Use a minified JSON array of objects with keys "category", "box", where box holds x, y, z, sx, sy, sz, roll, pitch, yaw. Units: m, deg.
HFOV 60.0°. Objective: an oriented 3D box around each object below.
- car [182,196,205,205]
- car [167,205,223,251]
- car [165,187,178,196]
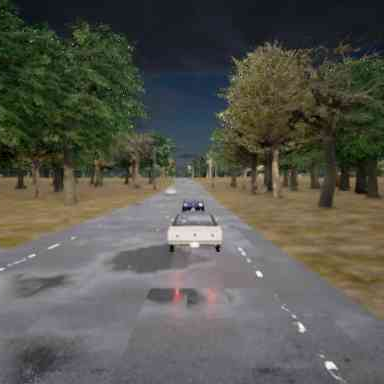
[{"category":"car","box":[0.097,1.014,28.823,1.895,1.301,4.718,0,2,0]},{"category":"car","box":[0.096,1.409,13.137,1.895,1.301,4.718,0,1,0]},{"category":"car","box":[-3.507,-0.078,57.141,1.812,1.442,4.674,0,3,0]}]
